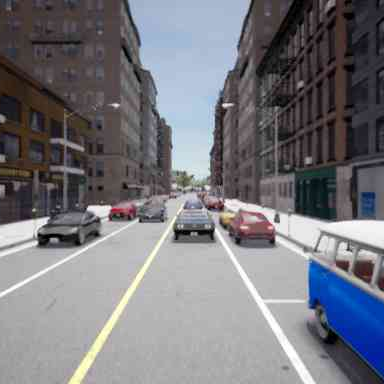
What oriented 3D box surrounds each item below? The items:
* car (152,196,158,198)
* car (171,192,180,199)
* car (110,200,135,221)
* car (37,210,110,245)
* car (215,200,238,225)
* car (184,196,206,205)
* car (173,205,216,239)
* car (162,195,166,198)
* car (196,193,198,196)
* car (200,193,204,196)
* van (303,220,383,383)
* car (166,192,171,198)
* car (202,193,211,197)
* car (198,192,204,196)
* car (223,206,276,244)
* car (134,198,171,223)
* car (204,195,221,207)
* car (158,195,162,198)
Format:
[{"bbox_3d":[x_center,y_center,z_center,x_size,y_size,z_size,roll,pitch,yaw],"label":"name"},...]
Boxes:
[{"bbox_3d":[-5.384,1.416,37.908,1.887,1.381,4.507,0,0,0],"label":"car"},{"bbox_3d":[-5.409,0.992,93.195,2.192,1.841,5.009,0,0,0],"label":"car"},{"bbox_3d":[-5.385,1.455,26.543,1.887,1.381,4.507,0,0,0],"label":"car"},{"bbox_3d":[-5.386,1.515,15.179,1.947,1.339,4.313,0,0,0],"label":"car"},{"bbox_3d":[2.640,1.455,21.031,1.752,1.417,4.829,0,0,0],"label":"car"},{"bbox_3d":[0.103,1.449,34.138,1.994,1.385,4.181,0,0,0],"label":"car"},{"bbox_3d":[0.102,1.544,16.858,1.895,1.301,4.718,0,0,0],"label":"car"},{"bbox_3d":[-5.383,1.272,49.272,1.967,1.590,4.097,0,0,0],"label":"car"},{"bbox_3d":[2.710,1.012,87.692,2.192,1.841,5.009,0,0,0],"label":"car"},{"bbox_3d":[2.643,1.363,54.954,2.008,1.369,4.403,0,0,0],"label":"car"},{"bbox_3d":[2.638,1.328,3.813,1.690,1.788,3.998,0,0,0],"label":"van"},{"bbox_3d":[-5.381,1.233,60.636,1.967,1.590,4.097,0,0,0],"label":"car"},{"bbox_3d":[2.642,1.292,43.590,1.967,1.590,4.097,0,0,0],"label":"car"},{"bbox_3d":[2.644,1.108,60.636,2.192,1.841,5.009,0,0,0],"label":"car"},{"bbox_3d":[2.639,1.531,15.179,1.802,1.307,4.206,0,0,0],"label":"car"},{"bbox_3d":[-2.846,1.420,25.025,1.837,1.490,4.892,0,0,0],"label":"car"},{"bbox_3d":[2.641,1.416,37.907,1.887,1.381,4.507,0,0,0],"label":"car"},{"bbox_3d":[-5.383,1.418,43.590,1.947,1.339,4.313,0,0,0],"label":"car"}]
